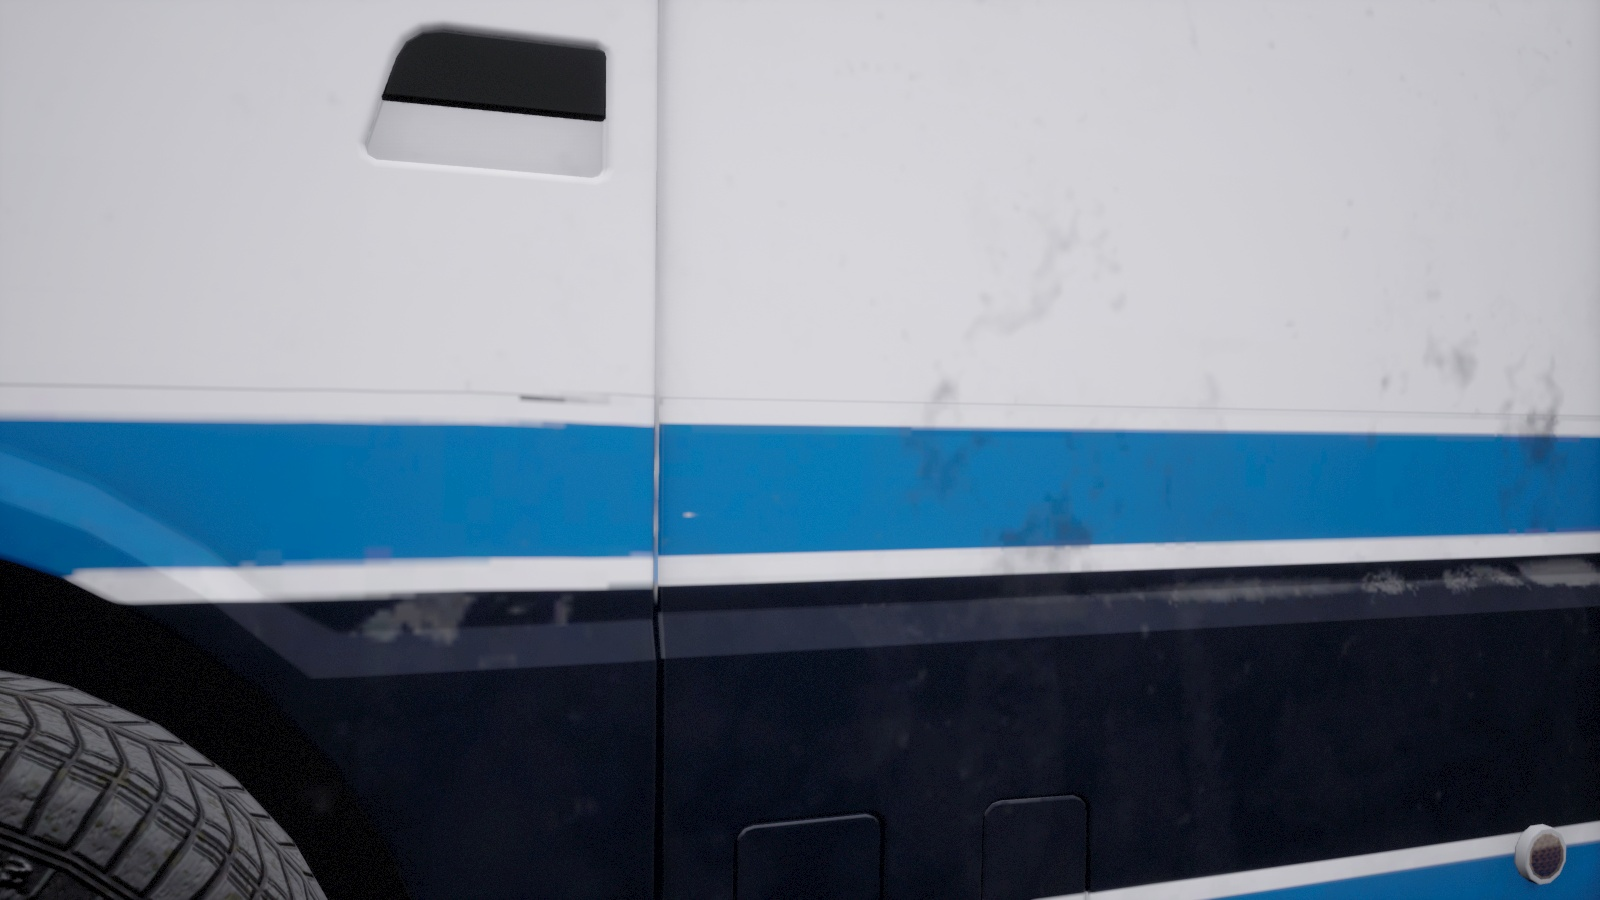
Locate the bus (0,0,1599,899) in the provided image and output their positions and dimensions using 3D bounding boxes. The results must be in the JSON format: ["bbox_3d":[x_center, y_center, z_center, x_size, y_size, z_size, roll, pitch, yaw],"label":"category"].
[{"bbox_3d":[1.219,-0.652,3.684,10.273,4.253,3.944,-1,1,-21],"label":"bus"}]
